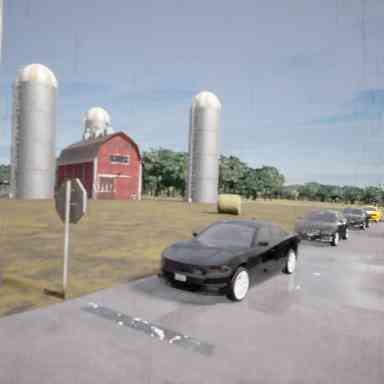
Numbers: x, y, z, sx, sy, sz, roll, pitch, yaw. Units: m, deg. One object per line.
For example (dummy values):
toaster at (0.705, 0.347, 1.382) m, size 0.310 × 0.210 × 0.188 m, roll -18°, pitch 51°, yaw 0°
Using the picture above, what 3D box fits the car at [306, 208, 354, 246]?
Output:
car at (6.497, 1.676, 16.486) m, size 1.837 × 1.490 × 4.892 m, roll 3°, pitch 0°, yaw 33°

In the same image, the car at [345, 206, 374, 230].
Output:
car at (12.020, 1.908, 24.770) m, size 1.837 × 1.490 × 4.892 m, roll 3°, pitch 0°, yaw 34°

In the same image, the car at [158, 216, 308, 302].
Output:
car at (1.206, 1.459, 8.597) m, size 1.882 × 1.535 × 5.008 m, roll 3°, pitch 1°, yaw 35°

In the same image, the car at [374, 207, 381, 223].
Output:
car at (17.707, 2.158, 33.247) m, size 1.882 × 1.535 × 5.008 m, roll 3°, pitch 0°, yaw 34°
